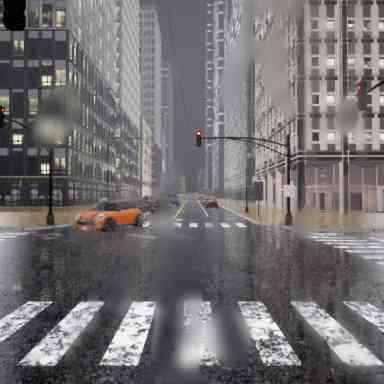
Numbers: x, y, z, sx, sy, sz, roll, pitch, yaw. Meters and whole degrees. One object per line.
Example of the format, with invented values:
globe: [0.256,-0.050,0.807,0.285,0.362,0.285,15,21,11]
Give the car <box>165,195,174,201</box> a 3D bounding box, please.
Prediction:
car: [-5.694,1.578,83.968,1.887,1.381,4.507,1,0,0]

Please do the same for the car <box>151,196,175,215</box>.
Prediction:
car: [-3.107,1.517,34.743,1.837,1.490,4.892,0,0,0]

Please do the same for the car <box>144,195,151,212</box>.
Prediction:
car: [-5.681,1.453,33.792,1.967,1.590,4.097,1,0,0]

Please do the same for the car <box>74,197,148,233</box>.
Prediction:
car: [-4.885,1.359,19.980,2.097,1.767,4.553,0,0,24]

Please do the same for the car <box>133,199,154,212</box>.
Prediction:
car: [-5.685,1.597,39.367,1.802,1.307,4.206,1,0,0]

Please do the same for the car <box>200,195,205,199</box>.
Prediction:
car: [2.693,1.547,56.332,1.752,1.417,4.829,1,0,0]

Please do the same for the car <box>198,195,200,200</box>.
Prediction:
car: [2.691,1.590,61.739,1.947,1.339,4.313,1,0,0]

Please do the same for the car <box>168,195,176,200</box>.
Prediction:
car: [-5.696,1.605,95.119,1.947,1.339,4.313,1,0,0]

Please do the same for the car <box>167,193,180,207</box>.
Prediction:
car: [-3.098,1.243,52.264,2.150,2.045,5.566,0,0,0]

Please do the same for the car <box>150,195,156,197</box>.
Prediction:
car: [-5.681,1.332,44.942,2.192,1.841,5.009,1,0,0]

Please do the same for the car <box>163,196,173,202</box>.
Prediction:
car: [-5.692,1.582,78.393,2.008,1.369,4.403,1,0,0]

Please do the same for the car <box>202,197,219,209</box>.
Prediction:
car: [2.694,1.599,45.006,1.802,1.307,4.206,1,0,0]

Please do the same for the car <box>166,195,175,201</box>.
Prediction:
car: [-5.695,1.587,89.544,2.008,1.369,4.403,1,0,0]

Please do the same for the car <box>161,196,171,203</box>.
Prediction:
car: [-5.691,1.573,72.818,1.887,1.381,4.507,1,0,0]
